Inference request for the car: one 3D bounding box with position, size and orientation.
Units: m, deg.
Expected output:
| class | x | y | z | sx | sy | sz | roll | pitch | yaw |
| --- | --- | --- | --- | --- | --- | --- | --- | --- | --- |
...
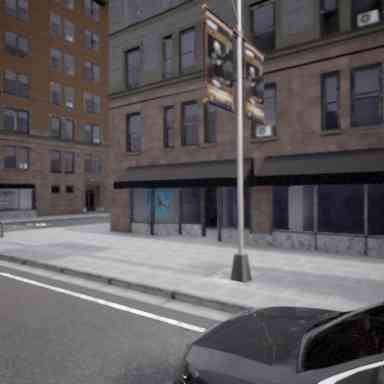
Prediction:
| class | x | y | z | sx | sy | sz | roll | pitch | yaw |
| --- | --- | --- | --- | --- | --- | --- | --- | --- | --- |
| car | 2.083 | 1.504 | 2.200 | 4.892 | 1.490 | 1.837 | 0 | 0 | 35 |
